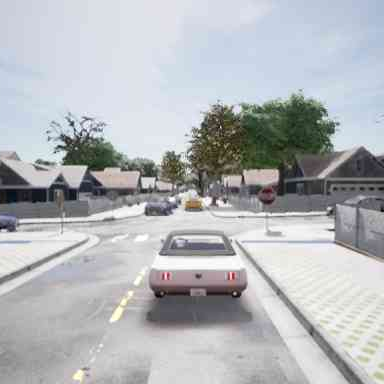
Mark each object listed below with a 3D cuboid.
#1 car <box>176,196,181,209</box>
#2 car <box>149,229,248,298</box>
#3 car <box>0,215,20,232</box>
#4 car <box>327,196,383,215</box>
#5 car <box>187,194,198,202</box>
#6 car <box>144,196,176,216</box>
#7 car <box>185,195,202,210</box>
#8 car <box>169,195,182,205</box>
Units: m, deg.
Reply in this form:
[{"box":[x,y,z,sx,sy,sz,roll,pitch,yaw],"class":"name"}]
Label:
[{"box":[-2.767,1.387,43.626,2.033,1.411,5.357,0,0,0],"class":"car"},{"box":[0.119,1.579,8.419,1.895,1.301,4.718,0,0,0],"class":"car"},{"box":[-13.006,1.777,20.269,4.674,1.442,1.812,-2,0,2],"class":"car"},{"box":[12.047,1.032,23.424,4.902,1.511,2.128,-2,0,0],"class":"car"},{"box":[0.129,1.249,66.384,2.128,1.511,4.902,0,0,0],"class":"car"},{"box":[-3.087,1.241,31.359,2.097,1.767,4.553,0,0,5],"class":"car"},{"box":[0.171,1.332,40.030,1.882,1.535,5.008,0,0,0],"class":"car"},{"box":[-2.703,1.323,54.801,1.812,1.442,4.674,0,0,0],"class":"car"}]
